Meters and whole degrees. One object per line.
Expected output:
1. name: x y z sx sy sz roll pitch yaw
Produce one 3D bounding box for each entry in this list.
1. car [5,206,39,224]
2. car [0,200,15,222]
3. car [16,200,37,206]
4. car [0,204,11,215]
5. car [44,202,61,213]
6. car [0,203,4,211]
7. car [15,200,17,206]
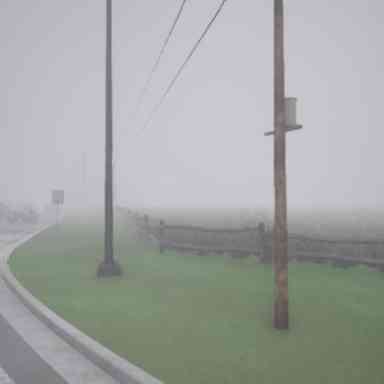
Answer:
1. car: -15.583 2.232 30.986 1.895 1.301 4.718 0 -1 -17
2. car: -20.116 1.922 33.858 2.150 2.045 5.566 0 -1 -17
3. car: -25.887 2.423 52.837 2.097 1.767 4.553 0 -1 -17
4. car: -28.802 2.537 50.045 1.837 1.490 4.892 0 -1 -17
5. car: -22.496 2.426 53.711 2.097 1.767 4.553 0 -1 -17
6. car: -35.182 2.647 58.996 2.033 1.411 5.357 0 -1 -17
7. car: -31.843 2.421 60.047 2.150 2.045 5.566 0 -1 -17
